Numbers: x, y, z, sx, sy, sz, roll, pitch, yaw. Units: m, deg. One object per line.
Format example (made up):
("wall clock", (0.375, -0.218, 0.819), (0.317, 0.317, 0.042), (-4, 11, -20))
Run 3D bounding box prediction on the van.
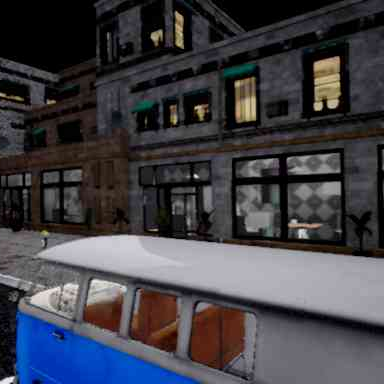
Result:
("van", (0.094, 1.355, 2.821), (3.998, 1.788, 1.690), (-1, -1, 35))
